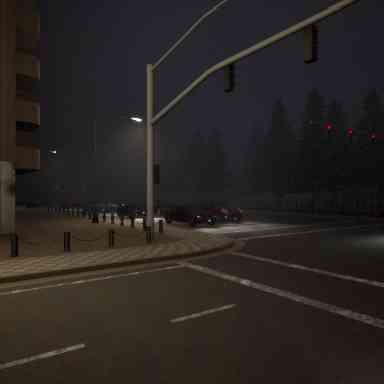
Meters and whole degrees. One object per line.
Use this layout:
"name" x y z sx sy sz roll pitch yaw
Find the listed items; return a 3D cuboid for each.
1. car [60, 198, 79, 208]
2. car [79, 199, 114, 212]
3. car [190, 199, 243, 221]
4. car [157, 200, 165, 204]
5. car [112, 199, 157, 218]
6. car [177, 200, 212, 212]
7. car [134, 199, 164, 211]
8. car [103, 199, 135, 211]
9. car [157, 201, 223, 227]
"car" -17.227 1.533 47.149 1.882 1.535 5.008 0 0 -35
"car" -11.119 1.656 38.602 1.895 1.301 4.718 0 0 -36
"car" 1.919 1.407 26.478 2.097 1.767 4.553 0 0 -36
"car" -3.316 1.547 33.749 2.128 1.511 4.902 0 0 -36
"car" -5.378 1.619 30.617 1.994 1.385 4.181 0 0 -36
"car" 0.241 1.656 41.119 1.895 1.301 4.718 0 0 -36
"car" -5.667 1.656 43.342 1.895 1.301 4.718 0 0 -36
"car" -9.362 1.603 42.156 2.033 1.411 5.357 0 0 -35
"car" -0.262 1.581 23.547 1.812 1.442 4.674 0 0 -37
